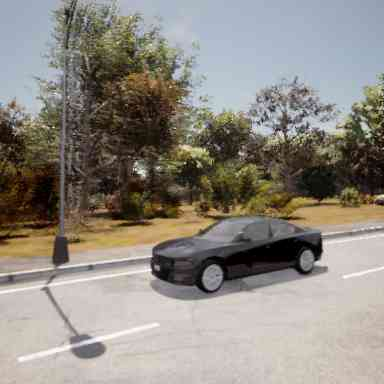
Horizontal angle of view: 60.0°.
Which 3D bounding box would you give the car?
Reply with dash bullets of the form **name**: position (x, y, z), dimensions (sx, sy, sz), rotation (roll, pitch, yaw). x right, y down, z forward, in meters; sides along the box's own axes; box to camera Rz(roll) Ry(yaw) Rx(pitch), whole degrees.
- **car**: position (1.337, 1.409, 8.825), dimensions (5.008, 1.535, 1.882), rotation (-1, 1, -32)
